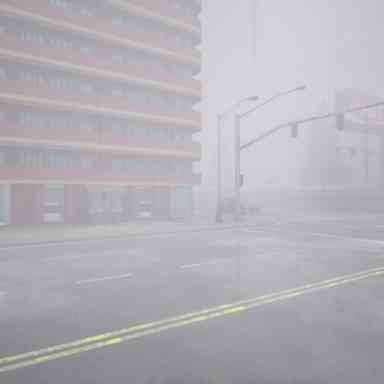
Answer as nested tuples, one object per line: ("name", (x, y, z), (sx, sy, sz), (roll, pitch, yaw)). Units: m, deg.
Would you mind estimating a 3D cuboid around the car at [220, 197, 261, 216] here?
("car", (4.725, 1.352, 33.227), (2.097, 1.767, 4.553), (0, 0, -34))
